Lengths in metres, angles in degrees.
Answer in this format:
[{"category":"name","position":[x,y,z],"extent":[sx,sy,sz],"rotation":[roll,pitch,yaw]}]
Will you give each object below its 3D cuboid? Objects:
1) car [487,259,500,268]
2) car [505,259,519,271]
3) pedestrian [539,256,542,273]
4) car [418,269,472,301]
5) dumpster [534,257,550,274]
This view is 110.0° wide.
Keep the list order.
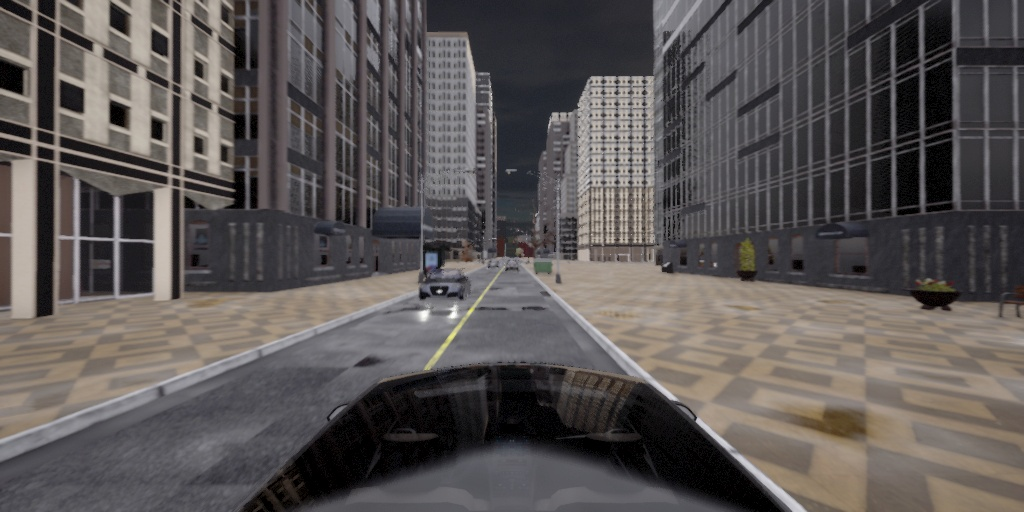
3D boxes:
[{"category":"car","position":[-3.020,1.237,58.818],"extent":[2.128,1.511,4.902],"rotation":[0,0,1]},{"category":"car","position":[0.024,1.293,48.025],"extent":[2.033,1.411,5.357],"rotation":[0,0,0]},{"category":"pedestrian","position":[3.147,0.889,39.044],"extent":[0.375,1.860,0.375],"rotation":[0,0,-1]},{"category":"car","position":[-3.089,1.314,17.234],"extent":[1.994,1.385,4.181],"rotation":[0,0,0]},{"category":"dumpster","position":[3.147,1.143,37.582],"extent":[1.020,1.700,1.940],"rotation":[0,0,0]}]
